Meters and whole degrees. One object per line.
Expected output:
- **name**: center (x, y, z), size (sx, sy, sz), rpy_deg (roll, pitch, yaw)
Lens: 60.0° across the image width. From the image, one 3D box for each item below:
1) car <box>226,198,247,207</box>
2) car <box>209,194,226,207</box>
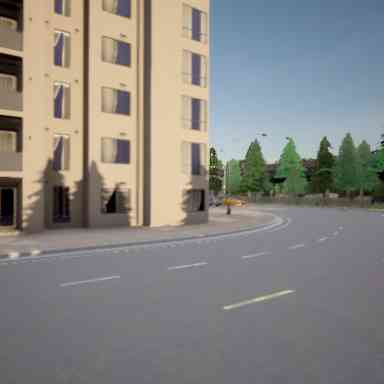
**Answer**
- **car**: center (6.659, 1.644, 53.527), size (1.882, 1.535, 5.008), rpy_deg (0, -1, -34)
- **car**: center (2.478, 1.374, 53.494), size (2.150, 2.045, 5.566), rpy_deg (0, 0, -35)
